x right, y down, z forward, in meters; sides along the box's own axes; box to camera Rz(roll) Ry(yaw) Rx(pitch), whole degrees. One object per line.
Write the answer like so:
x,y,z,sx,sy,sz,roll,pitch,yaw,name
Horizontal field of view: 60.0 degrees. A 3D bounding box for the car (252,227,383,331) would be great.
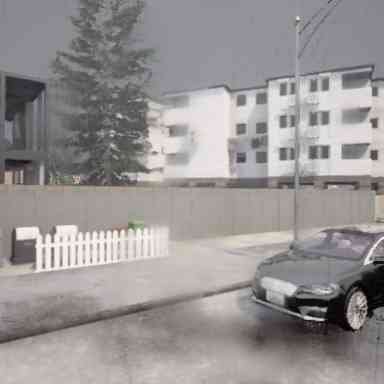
3.393,1.532,7.022,4.902,1.511,2.128,0,0,-35,car
